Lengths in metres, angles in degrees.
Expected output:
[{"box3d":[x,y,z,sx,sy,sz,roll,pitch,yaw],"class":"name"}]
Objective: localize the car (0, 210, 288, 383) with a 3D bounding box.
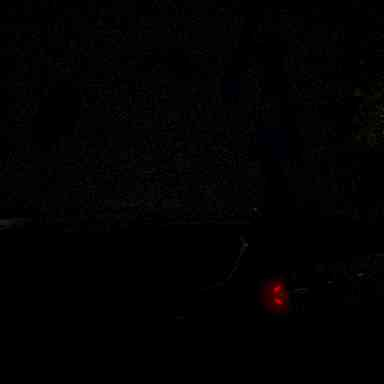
[{"box3d":[-1.579,1.226,2.830,5.566,2.045,2.150,1,-1,-35],"class":"car"}]
